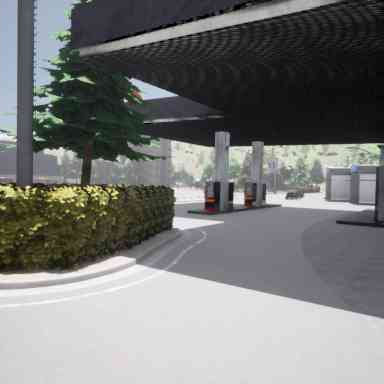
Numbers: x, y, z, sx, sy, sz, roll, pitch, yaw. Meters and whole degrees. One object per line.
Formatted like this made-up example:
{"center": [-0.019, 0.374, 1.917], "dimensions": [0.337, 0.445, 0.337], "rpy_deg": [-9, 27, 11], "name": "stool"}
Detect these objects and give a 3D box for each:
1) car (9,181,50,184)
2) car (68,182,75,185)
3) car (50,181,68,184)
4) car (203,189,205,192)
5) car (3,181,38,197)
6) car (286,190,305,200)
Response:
{"center": [-17.327, -0.181, 35.174], "dimensions": [3.866, 1.878, 1.905], "rpy_deg": [2, 2, 35], "name": "car"}
{"center": [-25.616, -1.287, 68.011], "dimensions": [4.605, 1.855, 1.932], "rpy_deg": [2, 2, 35], "name": "car"}
{"center": [-26.948, -1.261, 65.396], "dimensions": [3.866, 1.878, 1.905], "rpy_deg": [2, 2, 35], "name": "car"}
{"center": [4.715, -0.320, 65.620], "dimensions": [5.027, 1.636, 2.152], "rpy_deg": [2, 2, 35], "name": "car"}
{"center": [-21.877, -0.468, 42.380], "dimensions": [4.605, 1.855, 1.932], "rpy_deg": [2, 2, 35], "name": "car"}
{"center": [16.840, 0.449, 54.156], "dimensions": [1.837, 1.490, 4.892], "rpy_deg": [2, 2, 35], "name": "car"}
